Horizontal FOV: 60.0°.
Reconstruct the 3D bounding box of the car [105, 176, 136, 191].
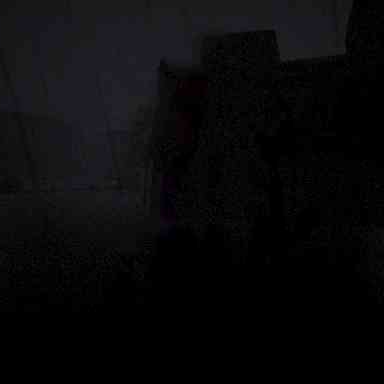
[{"bbox_3d":[-10.645,-1.361,50.070,2.150,2.045,5.566,5,4,27],"label":"car"}]
